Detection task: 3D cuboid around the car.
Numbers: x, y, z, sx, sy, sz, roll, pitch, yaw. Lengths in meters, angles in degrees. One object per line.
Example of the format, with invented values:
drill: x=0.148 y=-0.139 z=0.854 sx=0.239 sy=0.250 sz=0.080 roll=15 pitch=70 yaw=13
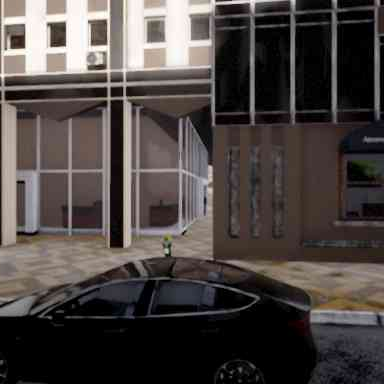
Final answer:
car: x=-0.673 y=1.565 z=4.280 sx=4.313 sy=1.339 sz=1.947 roll=0 pitch=0 yaw=6
